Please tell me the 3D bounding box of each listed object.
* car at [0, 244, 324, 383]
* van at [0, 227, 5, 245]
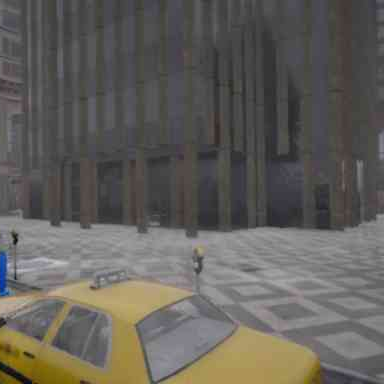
[{"bbox_3d":[-1.087,1.563,3.745,4.829,1.417,1.752,-1,-1,35],"label":"car"},{"bbox_3d":[-5.447,1.448,6.856,3.998,1.788,1.690,-1,-1,35],"label":"van"}]
